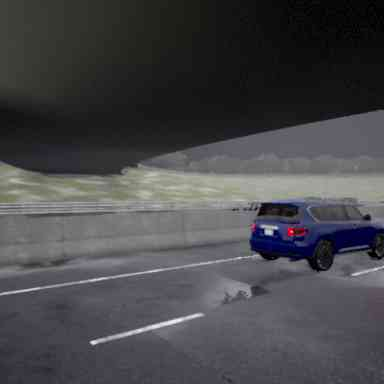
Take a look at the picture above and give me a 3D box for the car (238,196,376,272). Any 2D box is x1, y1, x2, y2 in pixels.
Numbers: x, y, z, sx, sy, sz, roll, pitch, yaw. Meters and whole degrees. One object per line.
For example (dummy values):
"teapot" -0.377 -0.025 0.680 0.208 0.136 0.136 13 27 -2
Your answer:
"car" 4.408 1.277 11.193 5.566 2.045 2.150 1 0 -36

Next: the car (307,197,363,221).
"car" 13.281 1.458 30.668 5.566 2.045 2.150 1 0 -35

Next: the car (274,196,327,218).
"car" 10.901 1.454 33.267 5.566 2.045 2.150 1 0 -35

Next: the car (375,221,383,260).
"car" 7.293 1.555 8.952 4.902 1.511 2.128 1 0 -36

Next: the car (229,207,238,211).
"car" 6.077 1.798 34.126 4.718 1.301 1.895 1 0 -35
